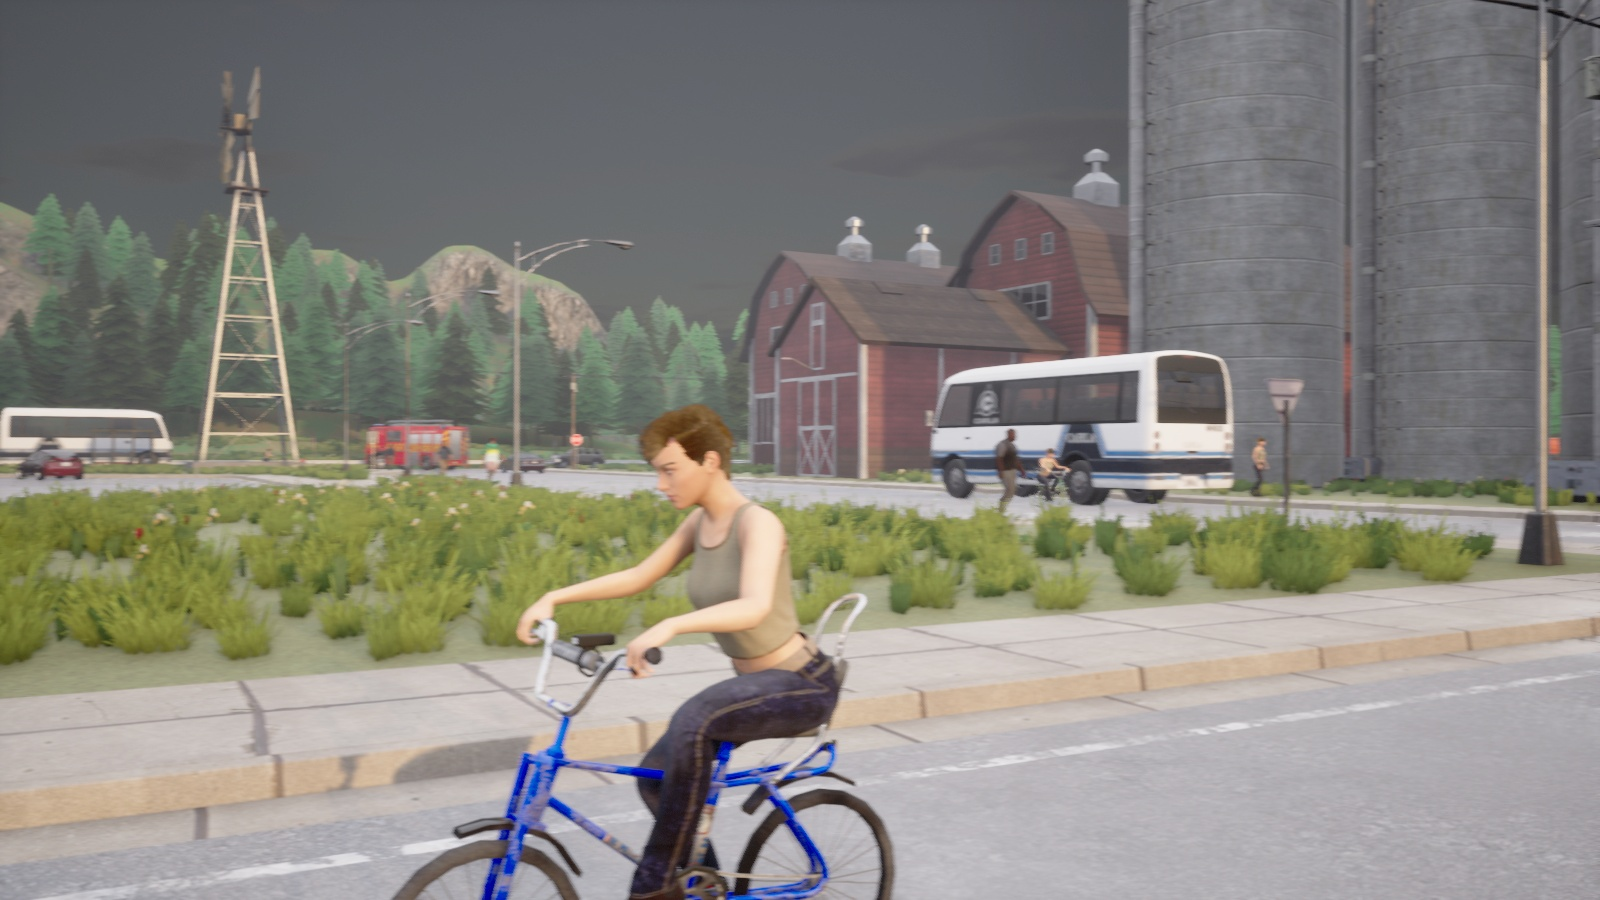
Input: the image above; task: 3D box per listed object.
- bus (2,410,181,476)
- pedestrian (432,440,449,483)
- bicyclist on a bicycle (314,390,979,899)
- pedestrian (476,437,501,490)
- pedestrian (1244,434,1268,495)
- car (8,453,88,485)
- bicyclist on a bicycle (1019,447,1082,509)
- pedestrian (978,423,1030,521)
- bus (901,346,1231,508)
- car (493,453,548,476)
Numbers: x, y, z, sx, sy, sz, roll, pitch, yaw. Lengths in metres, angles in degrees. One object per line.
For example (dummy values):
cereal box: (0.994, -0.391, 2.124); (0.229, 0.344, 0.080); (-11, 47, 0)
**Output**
bus: (-47.600, -0.442, 84.672); (10.273, 4.253, 3.944); (0, 0, -29)
pedestrian: (-15.688, 0.502, 54.840); (0.540, 1.848, 0.694); (0, 0, -34)
bicyclist on a bicycle: (-0.401, 0.686, 3.292); (1.509, 1.612, 0.866); (0, 0, -30)
pedestrian: (-11.522, 0.484, 46.455); (0.659, 1.952, 0.873); (0, 0, -34)
pedestrian: (13.763, 0.437, 37.879); (0.594, 1.836, 0.345); (0, 0, 45)
car: (-36.851, 0.885, 61.506); (4.792, 1.488, 2.163); (0, 0, 44)
bicyclist on a bicycle: (6.611, 0.721, 33.180); (0.866, 1.612, 1.509); (0, 0, -30)
pedestrian: (4.016, 0.431, 24.694); (0.849, 1.883, 0.563); (0, 0, 37)
bus: (7.669, -0.586, 38.333); (3.944, 4.253, 10.273); (0, 0, -30)
car: (-18.660, 0.941, 83.604); (2.033, 1.411, 5.357); (0, 0, -30)
